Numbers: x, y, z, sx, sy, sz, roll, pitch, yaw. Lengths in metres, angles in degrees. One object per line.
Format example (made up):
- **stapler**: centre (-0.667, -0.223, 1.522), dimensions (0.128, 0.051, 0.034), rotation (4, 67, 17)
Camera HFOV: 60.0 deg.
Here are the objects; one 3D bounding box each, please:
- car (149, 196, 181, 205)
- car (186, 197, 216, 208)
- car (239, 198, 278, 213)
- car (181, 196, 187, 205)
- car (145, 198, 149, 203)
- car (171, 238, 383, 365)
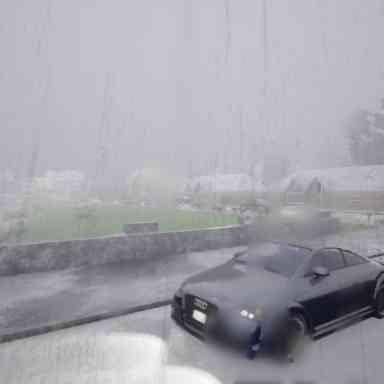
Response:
- **car**: centre (-4.469, 1.547, 54.482), dimensions (2.033, 1.411, 5.357), rotation (0, 0, -35)
- **car**: centre (1.604, 1.564, 45.891), dimensions (1.994, 1.385, 4.181), rotation (0, 0, -36)
- **car**: centre (7.449, 1.505, 37.678), dimensions (1.837, 1.490, 4.892), rotation (0, 0, -35)
- **car**: centre (-1.664, 1.478, 57.614), dimensions (1.882, 1.535, 5.008), rotation (0, 0, -35)
- **car**: centre (-7.588, 1.478, 65.849), dimensions (1.882, 1.535, 5.008), rotation (0, 0, -35)
- **car**: centre (1.728, 1.564, 5.832), dimensions (4.181, 1.385, 1.994), rotation (0, 0, -35)
